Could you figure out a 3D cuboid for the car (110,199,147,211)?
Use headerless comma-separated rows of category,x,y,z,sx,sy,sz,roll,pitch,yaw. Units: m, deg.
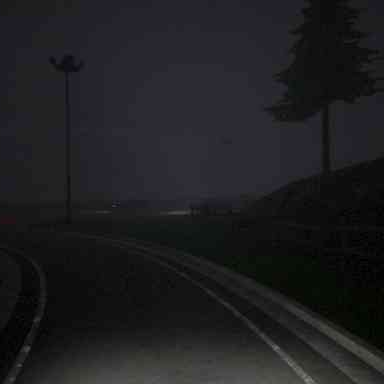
car,-8.310,1.703,43.607,4.892,1.490,1.837,-1,0,-32

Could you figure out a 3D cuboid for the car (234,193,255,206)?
car,7.648,1.247,53.668,5.566,2.045,2.150,-1,0,-32

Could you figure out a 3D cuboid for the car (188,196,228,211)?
car,2.035,1.419,41.867,4.553,1.767,2.097,-1,0,-32

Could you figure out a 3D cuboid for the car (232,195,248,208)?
car,4.941,1.593,47.843,5.357,1.411,2.033,-1,0,-32

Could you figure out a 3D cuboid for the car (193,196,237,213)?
car,2.294,1.533,37.890,5.008,1.535,1.882,-1,0,-32
